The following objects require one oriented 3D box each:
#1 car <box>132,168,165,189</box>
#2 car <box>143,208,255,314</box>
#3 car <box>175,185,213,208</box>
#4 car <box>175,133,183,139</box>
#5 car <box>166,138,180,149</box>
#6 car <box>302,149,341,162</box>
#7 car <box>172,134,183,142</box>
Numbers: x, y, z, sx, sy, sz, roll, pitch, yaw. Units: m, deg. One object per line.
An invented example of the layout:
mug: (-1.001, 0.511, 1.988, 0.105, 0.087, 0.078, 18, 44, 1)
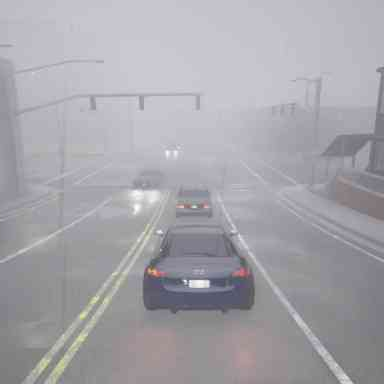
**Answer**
car: (-3.331, -1.158, 26.102, 1.994, 1.385, 4.181, 1, 12, 5)
car: (0.108, 1.346, 7.396, 1.994, 1.385, 4.181, 0, 3, 0)
car: (0.104, 0.361, 17.282, 2.033, 1.411, 5.357, 0, 8, 0)
car: (-3.442, -14.794, 88.008, 1.812, 1.442, 4.674, 0, 12, 0)
car: (-3.534, -8.296, 58.771, 1.895, 1.301, 4.718, 0, 12, -2)
car: (16.145, -4.552, 41.362, 4.674, 1.442, 1.812, 0, 12, 0)
car: (-3.455, -10.491, 68.418, 2.128, 1.511, 4.902, 0, 12, 0)
